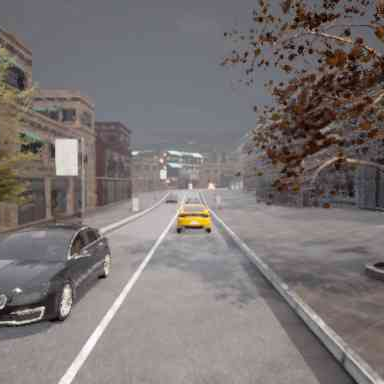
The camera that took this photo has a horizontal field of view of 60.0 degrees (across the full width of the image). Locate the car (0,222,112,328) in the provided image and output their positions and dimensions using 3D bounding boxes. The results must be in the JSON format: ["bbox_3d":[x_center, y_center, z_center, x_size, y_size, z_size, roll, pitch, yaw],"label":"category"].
[{"bbox_3d":[-3.098,1.500,7.279,1.837,1.490,4.892,0,0,0],"label":"car"}]

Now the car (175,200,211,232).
[{"bbox_3d":[0.103,1.464,20.250,1.882,1.535,5.008,0,0,0],"label":"car"}]

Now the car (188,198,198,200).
[{"bbox_3d":[0.106,1.454,38.804,2.033,1.411,5.357,0,1,0],"label":"car"}]

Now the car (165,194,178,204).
[{"bbox_3d":[-3.051,1.033,51.084,2.033,1.411,5.357,0,3,1],"label":"car"}]
